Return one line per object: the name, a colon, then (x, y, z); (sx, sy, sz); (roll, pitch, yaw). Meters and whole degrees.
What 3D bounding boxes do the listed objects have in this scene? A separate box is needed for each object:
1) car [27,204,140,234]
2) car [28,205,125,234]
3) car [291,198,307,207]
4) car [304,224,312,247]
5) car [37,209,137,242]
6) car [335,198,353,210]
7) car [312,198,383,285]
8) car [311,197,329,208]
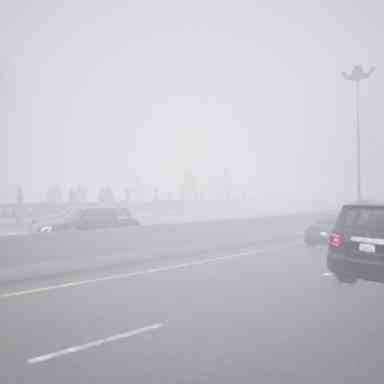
car: (-4.454, 1.407, 14.075); (4.553, 1.767, 2.097); (0, 0, -39)
car: (-7.119, 1.636, 20.810); (5.357, 1.411, 2.033); (0, 0, -40)
car: (17.665, 1.699, 54.800); (2.033, 1.411, 5.357); (-1, 0, 27)
car: (6.536, 1.572, 14.174); (4.181, 1.385, 1.994); (0, 0, -43)
car: (-5.459, 1.672, 17.682); (4.718, 1.301, 1.895); (0, 0, -40)
car: (21.267, 1.624, 46.438); (2.033, 1.411, 5.357); (-1, 0, 27)
car: (5.573, 1.217, 8.480); (5.566, 2.045, 2.150); (0, 0, -41)
car: (19.890, 1.607, 51.454); (2.128, 1.511, 4.902); (-1, 0, 27)
